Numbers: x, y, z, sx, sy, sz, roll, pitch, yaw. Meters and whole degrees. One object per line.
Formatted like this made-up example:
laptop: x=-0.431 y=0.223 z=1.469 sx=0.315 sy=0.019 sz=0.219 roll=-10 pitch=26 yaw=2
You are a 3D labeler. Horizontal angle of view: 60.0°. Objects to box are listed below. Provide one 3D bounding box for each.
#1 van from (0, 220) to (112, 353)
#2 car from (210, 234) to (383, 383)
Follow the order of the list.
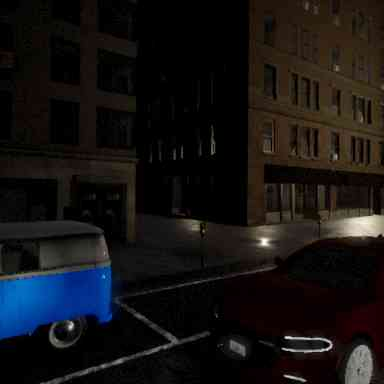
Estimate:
van: x=-3.114 y=1.341 z=4.531 sx=3.998 sy=1.788 sz=1.690 roll=0 pitch=1 yaw=-36
car: x=2.544 y=1.480 z=5.198 sx=5.008 sy=1.535 sz=1.882 roll=0 pitch=0 yaw=-36
